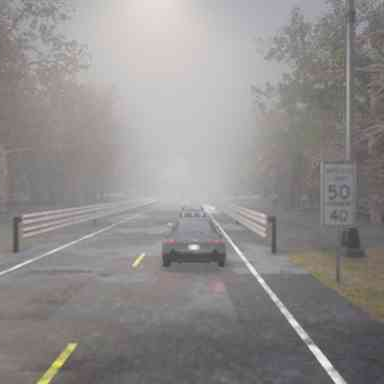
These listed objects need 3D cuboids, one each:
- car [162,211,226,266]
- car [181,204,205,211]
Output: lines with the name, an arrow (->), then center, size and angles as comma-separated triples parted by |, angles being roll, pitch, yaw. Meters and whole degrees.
car -> 0.068, 1.558, 11.552 | 1.994, 1.385, 4.181 | 0, 0, 0
car -> 0.058, 1.588, 25.181 | 1.895, 1.301, 4.718 | 0, 0, 0
